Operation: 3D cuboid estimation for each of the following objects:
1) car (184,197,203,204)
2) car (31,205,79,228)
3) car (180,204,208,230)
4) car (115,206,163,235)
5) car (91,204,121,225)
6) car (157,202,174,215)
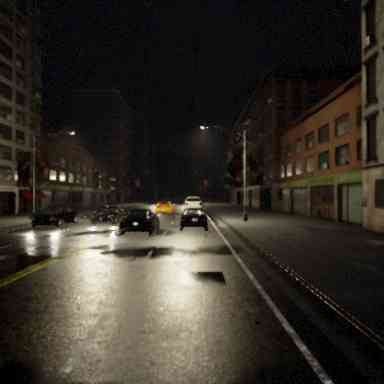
[{"bbox_3d":[0.146,1.618,41.291,2.150,2.045,5.566,0,-1,0],"label":"car"},{"bbox_3d":[-9.816,1.706,24.188,1.882,1.535,5.008,0,-1,0],"label":"car"},{"bbox_3d":[0.123,1.762,22.637,2.033,1.411,5.357,0,-1,0],"label":"car"},{"bbox_3d":[-3.126,1.756,20.413,1.994,1.385,4.181,0,-1,0],"label":"car"},{"bbox_3d":[-6.561,1.755,26.392,1.837,1.490,4.892,0,-1,0],"label":"car"},{"bbox_3d":[-3.106,1.849,38.740,1.882,1.535,5.008,0,-1,0],"label":"car"}]
